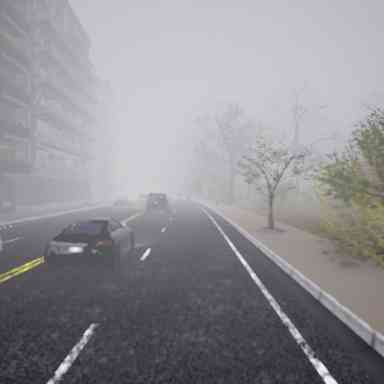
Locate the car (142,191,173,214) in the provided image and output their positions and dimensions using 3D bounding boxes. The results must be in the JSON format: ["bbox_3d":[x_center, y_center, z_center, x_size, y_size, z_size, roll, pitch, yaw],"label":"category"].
[{"bbox_3d":[-3.297,1.077,33.071,2.150,2.045,5.566,0,0,-1],"label":"car"}]

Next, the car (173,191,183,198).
[{"bbox_3d":[-3.592,0.959,90.474,1.837,1.490,4.892,0,0,-6],"label":"car"}]

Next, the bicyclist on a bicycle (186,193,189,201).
[{"bbox_3d":[-1.051,1.126,71.602,0.582,1.620,1.656,0,0,-4],"label":"bicyclist on a bicycle"}]

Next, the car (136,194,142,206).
[{"bbox_3d":[-7.283,1.132,50.403,2.097,1.767,4.553,0,0,-2],"label":"car"}]

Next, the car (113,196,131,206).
[{"bbox_3d":[-10.528,1.328,50.469,2.033,1.411,5.357,0,0,-2],"label":"car"}]

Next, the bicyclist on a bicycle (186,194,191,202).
[{"bbox_3d":[-0.432,1.170,62.545,0.582,1.620,1.656,0,0,-4],"label":"bicyclist on a bicycle"}]

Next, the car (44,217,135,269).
[{"bbox_3d":[-3.149,1.515,10.982,1.994,1.385,4.181,0,0,0],"label":"car"}]

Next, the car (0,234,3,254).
[{"bbox_3d":[-6.613,1.489,8.260,1.812,1.442,4.674,0,0,0],"label":"car"}]
